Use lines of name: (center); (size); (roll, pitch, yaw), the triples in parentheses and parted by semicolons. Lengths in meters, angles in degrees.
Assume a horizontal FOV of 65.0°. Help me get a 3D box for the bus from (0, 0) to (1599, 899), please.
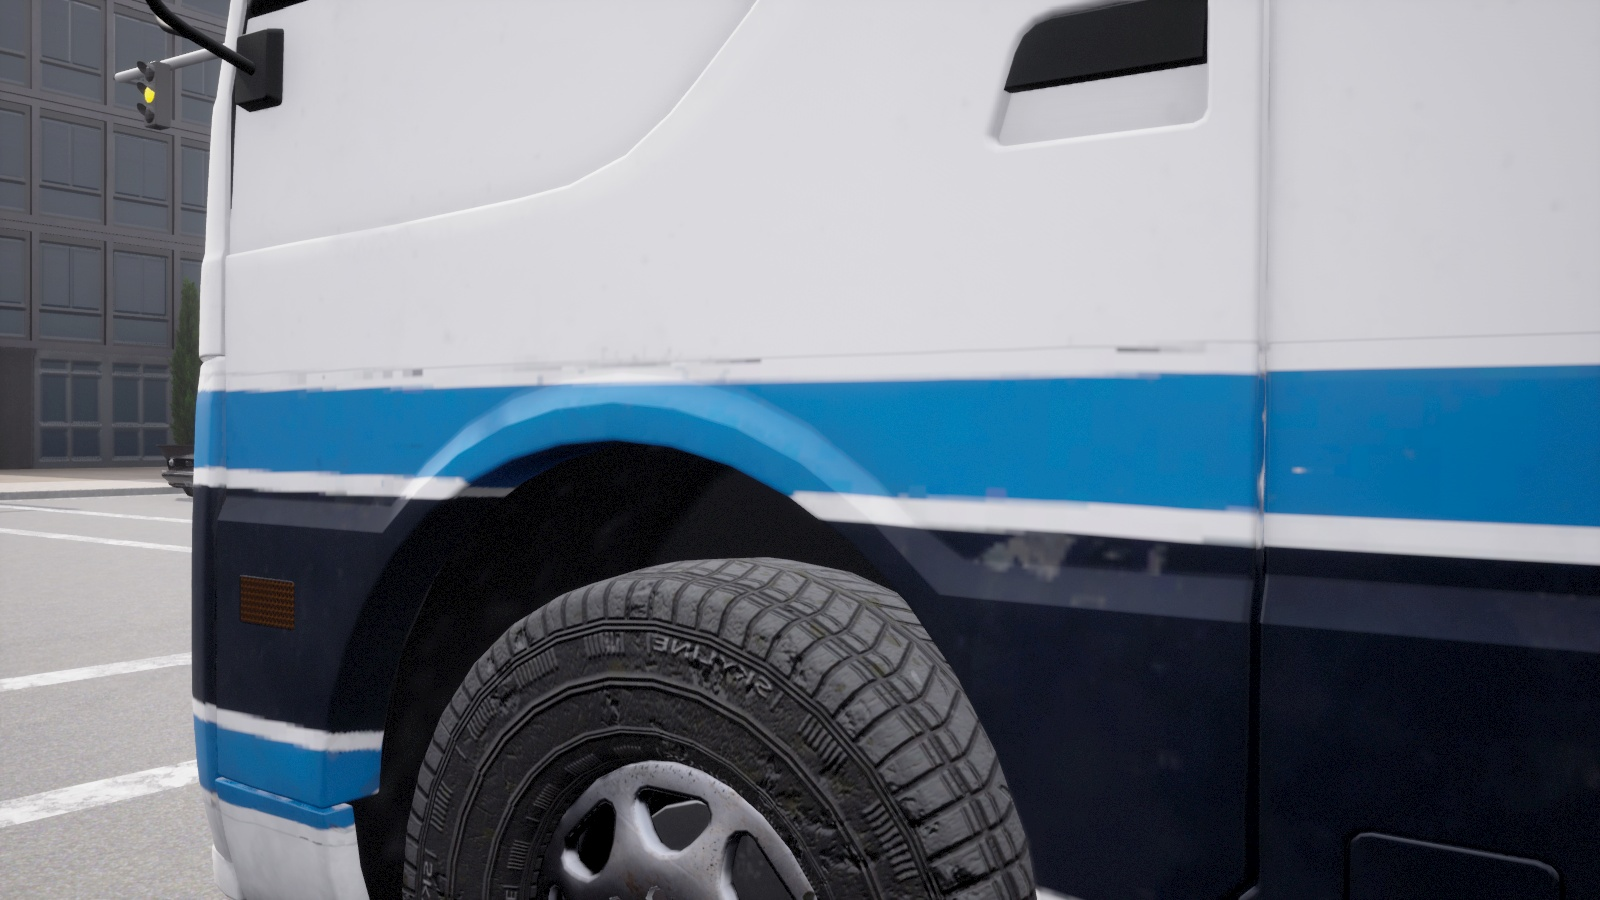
bus: (3.120, -0.694, 1.523); (10.273, 4.253, 3.944); (0, 1, 34)

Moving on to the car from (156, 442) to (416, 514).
car: (-10.509, 0.516, 26.022); (1.895, 1.301, 4.718); (0, 1, 34)
